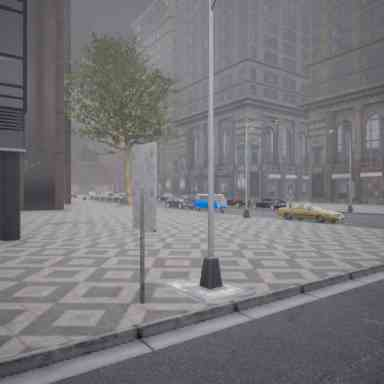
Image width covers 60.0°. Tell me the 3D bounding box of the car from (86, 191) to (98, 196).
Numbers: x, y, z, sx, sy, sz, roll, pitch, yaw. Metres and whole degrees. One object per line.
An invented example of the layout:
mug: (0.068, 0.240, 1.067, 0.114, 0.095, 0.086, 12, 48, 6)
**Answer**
car: (-26.639, 0.472, 88.666, 1.802, 1.307, 4.206, 1, 0, -35)

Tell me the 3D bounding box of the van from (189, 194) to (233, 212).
van: (1.819, 1.091, 33.150, 1.690, 1.788, 3.998, 1, 0, -35)

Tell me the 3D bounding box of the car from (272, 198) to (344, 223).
car: (8.359, 1.398, 23.803, 1.752, 1.417, 4.829, 1, 0, -35)

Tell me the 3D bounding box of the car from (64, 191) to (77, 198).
car: (-27.175, 0.484, 74.570, 1.967, 1.590, 4.097, 1, 0, -35)

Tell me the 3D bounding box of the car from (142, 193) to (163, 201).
car: (-7.311, 0.910, 61.058, 2.008, 1.369, 4.403, 1, 0, -35)

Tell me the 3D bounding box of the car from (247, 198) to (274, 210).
car: (8.796, 1.315, 38.048, 1.947, 1.339, 4.313, 1, 0, -35)

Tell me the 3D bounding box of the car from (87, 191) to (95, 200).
car: (-17.512, 0.830, 60.766, 2.008, 1.369, 4.403, 1, 0, -35)

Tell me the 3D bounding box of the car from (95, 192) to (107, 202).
car: (-14.291, 0.911, 56.164, 2.008, 1.369, 4.403, 1, 0, -35)

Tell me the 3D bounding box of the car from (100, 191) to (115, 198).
car: (-20.196, 0.588, 79.463, 1.887, 1.381, 4.507, 1, 0, -35)

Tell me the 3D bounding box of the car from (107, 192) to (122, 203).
car: (-11.069, 0.992, 51.562, 2.008, 1.369, 4.403, 1, 0, -35)

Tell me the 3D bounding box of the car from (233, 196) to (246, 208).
car: (5.576, 1.224, 42.649, 1.887, 1.381, 4.507, 1, 0, -35)

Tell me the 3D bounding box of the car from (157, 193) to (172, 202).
car: (-4.087, 0.881, 56.457, 1.967, 1.590, 4.097, 1, 0, -35)

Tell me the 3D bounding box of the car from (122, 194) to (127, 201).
car: (-7.751, 1.051, 46.821, 1.752, 1.417, 4.829, 1, 0, -35)

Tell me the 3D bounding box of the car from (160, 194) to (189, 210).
car: (-1.404, 1.230, 37.753, 2.008, 1.369, 4.403, 1, 0, -35)
